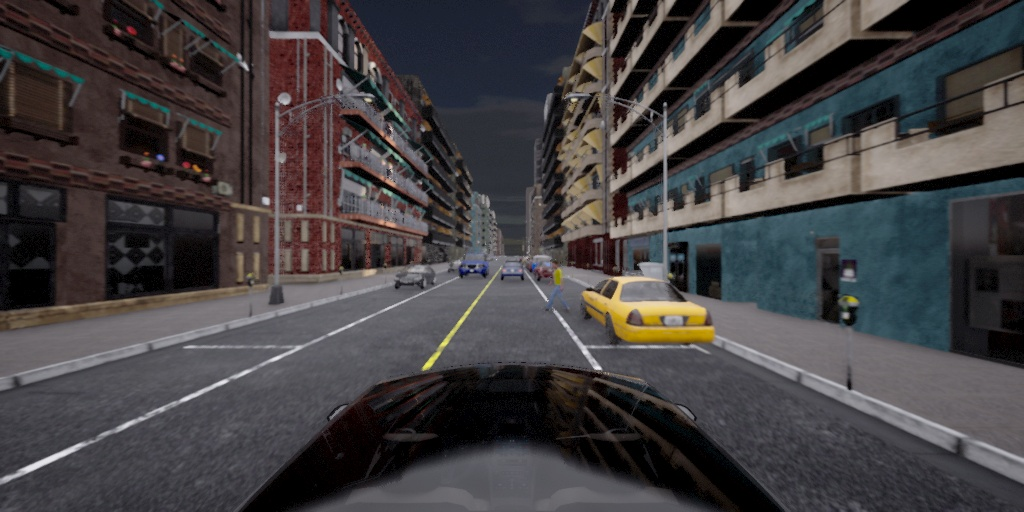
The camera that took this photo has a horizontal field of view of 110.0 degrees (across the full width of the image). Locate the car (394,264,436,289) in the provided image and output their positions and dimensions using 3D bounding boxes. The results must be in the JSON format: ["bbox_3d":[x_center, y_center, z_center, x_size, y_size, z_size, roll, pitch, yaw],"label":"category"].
[{"bbox_3d":[-5.696,1.152,21.449,2.007,1.370,4.403,0,0,0],"label":"car"}]

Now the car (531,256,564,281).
[{"bbox_3d":[2.684,1.001,26.962,1.967,1.591,4.097,0,0,0],"label":"car"}]

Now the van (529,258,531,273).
[{"bbox_3d":[2.682,0.861,32.485,1.690,1.789,3.998,0,0,0],"label":"van"}]

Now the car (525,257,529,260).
[{"bbox_3d":[2.680,1.025,38.008,1.888,1.381,4.507,0,0,0],"label":"car"}]

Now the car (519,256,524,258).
[{"bbox_3d":[0.036,0.992,42.883,2.033,1.411,5.357,0,0,0],"label":"car"}]

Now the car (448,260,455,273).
[{"bbox_3d":[-5.701,1.031,38.020,2.007,1.370,4.403,0,0,0],"label":"car"}]

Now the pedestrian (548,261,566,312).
[{"bbox_3d":[1.524,0.965,12.207,0.375,1.860,0.375,1,0,0],"label":"pedestrian"}]

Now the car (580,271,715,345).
[{"bbox_3d":[2.998,1.149,9.208,1.801,1.575,5.366,0,0,0],"label":"car"}]

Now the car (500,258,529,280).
[{"bbox_3d":[0.042,1.096,28.604,2.033,1.411,5.357,0,0,0],"label":"car"}]

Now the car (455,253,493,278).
[{"bbox_3d":[-3.108,0.756,30.480,2.150,2.045,5.566,0,0,0],"label":"car"}]
